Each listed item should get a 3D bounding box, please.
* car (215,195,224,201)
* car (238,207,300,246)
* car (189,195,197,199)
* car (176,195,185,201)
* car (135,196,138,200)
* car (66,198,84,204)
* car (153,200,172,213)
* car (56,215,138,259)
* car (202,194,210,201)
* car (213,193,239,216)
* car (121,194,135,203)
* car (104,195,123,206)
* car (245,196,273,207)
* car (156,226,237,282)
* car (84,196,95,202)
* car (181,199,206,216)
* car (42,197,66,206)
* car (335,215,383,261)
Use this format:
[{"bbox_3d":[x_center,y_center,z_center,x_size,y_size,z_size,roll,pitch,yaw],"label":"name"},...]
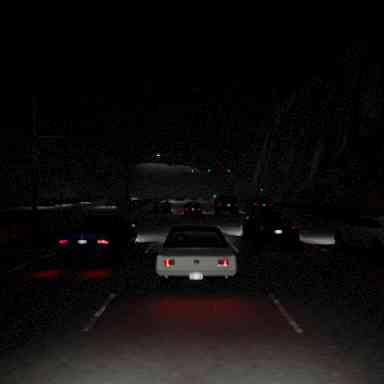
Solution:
[{"bbox_3d":[7.232,1.642,87.192,2.033,1.411,5.357,0,1,0],"label":"car"},{"bbox_3d":[3.600,1.638,15.828,1.994,1.385,4.181,0,0,0],"label":"car"},{"bbox_3d":[0.234,1.649,87.439,1.994,1.385,4.181,0,1,0],"label":"car"},{"bbox_3d":[-3.269,1.574,87.085,1.882,1.535,5.008,0,1,0],"label":"car"},{"bbox_3d":[-13.835,1.701,78.723,1.812,1.442,4.674,0,0,0],"label":"car"},{"bbox_3d":[-24.418,1.827,68.183,1.895,1.301,4.718,0,0,0],"label":"car"},{"bbox_3d":[-3.399,1.673,38.920,2.128,1.511,4.902,0,0,0],"label":"car"},{"bbox_3d":[-3.402,1.608,12.831,2.033,1.411,5.357,0,0,0],"label":"car"},{"bbox_3d":[3.731,1.622,87.035,2.128,1.511,4.902,0,1,0],"label":"car"},{"bbox_3d":[3.601,1.386,35.219,2.150,2.045,5.566,0,0,0],"label":"car"},{"bbox_3d":[-13.915,1.455,68.544,2.150,2.045,5.566,0,0,0],"label":"car"},{"bbox_3d":[-13.990,1.735,58.450,1.837,1.490,4.892,0,0,0],"label":"car"},{"bbox_3d":[7.101,1.387,35.422,2.150,2.045,5.566,0,0,0],"label":"car"},{"bbox_3d":[0.101,1.647,9.824,1.895,1.301,4.718,0,0,0],"label":"car"},{"bbox_3d":[-24.339,1.734,78.256,1.994,1.385,4.181,0,0,0],"label":"car"},{"bbox_3d":[0.101,1.709,34.314,2.033,1.411,5.357,0,0,0],"label":"car"},{"bbox_3d":[-24.490,1.707,58.501,1.882,1.535,5.008,0,0,0],"label":"car"},{"bbox_3d":[7.095,1.584,12.482,1.812,1.442,4.674,0,0,0],"label":"car"}]
